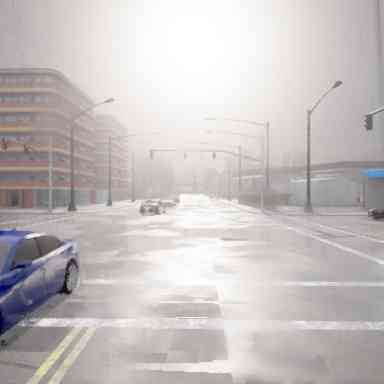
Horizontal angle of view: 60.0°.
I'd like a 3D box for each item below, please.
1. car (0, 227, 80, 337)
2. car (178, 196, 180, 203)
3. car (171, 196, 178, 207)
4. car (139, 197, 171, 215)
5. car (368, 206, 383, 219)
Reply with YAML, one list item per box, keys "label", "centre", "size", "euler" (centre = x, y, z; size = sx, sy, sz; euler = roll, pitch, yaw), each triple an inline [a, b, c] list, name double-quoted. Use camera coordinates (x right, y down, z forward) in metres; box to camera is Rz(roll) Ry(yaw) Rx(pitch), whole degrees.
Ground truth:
- label: "car"
  centre: [-3.588, 1.478, 5.923]
  size: [1.882, 1.535, 5.008]
  euler: [0, 0, 0]
- label: "car"
  centre: [-3.452, 1.477, 68.195]
  size: [1.882, 1.535, 5.008]
  euler: [0, 0, 0]
- label: "car"
  centre: [-3.546, 1.525, 50.451]
  size: [1.812, 1.442, 4.674]
  euler: [0, 0, 0]
- label: "car"
  centre: [-3.971, 1.481, 34.171]
  size: [2.128, 1.511, 4.902]
  euler: [0, 0, 7]
- label: "car"
  centre: [16.630, 1.505, 26.469]
  size: [4.892, 1.490, 1.837]
  euler: [0, 0, 0]
